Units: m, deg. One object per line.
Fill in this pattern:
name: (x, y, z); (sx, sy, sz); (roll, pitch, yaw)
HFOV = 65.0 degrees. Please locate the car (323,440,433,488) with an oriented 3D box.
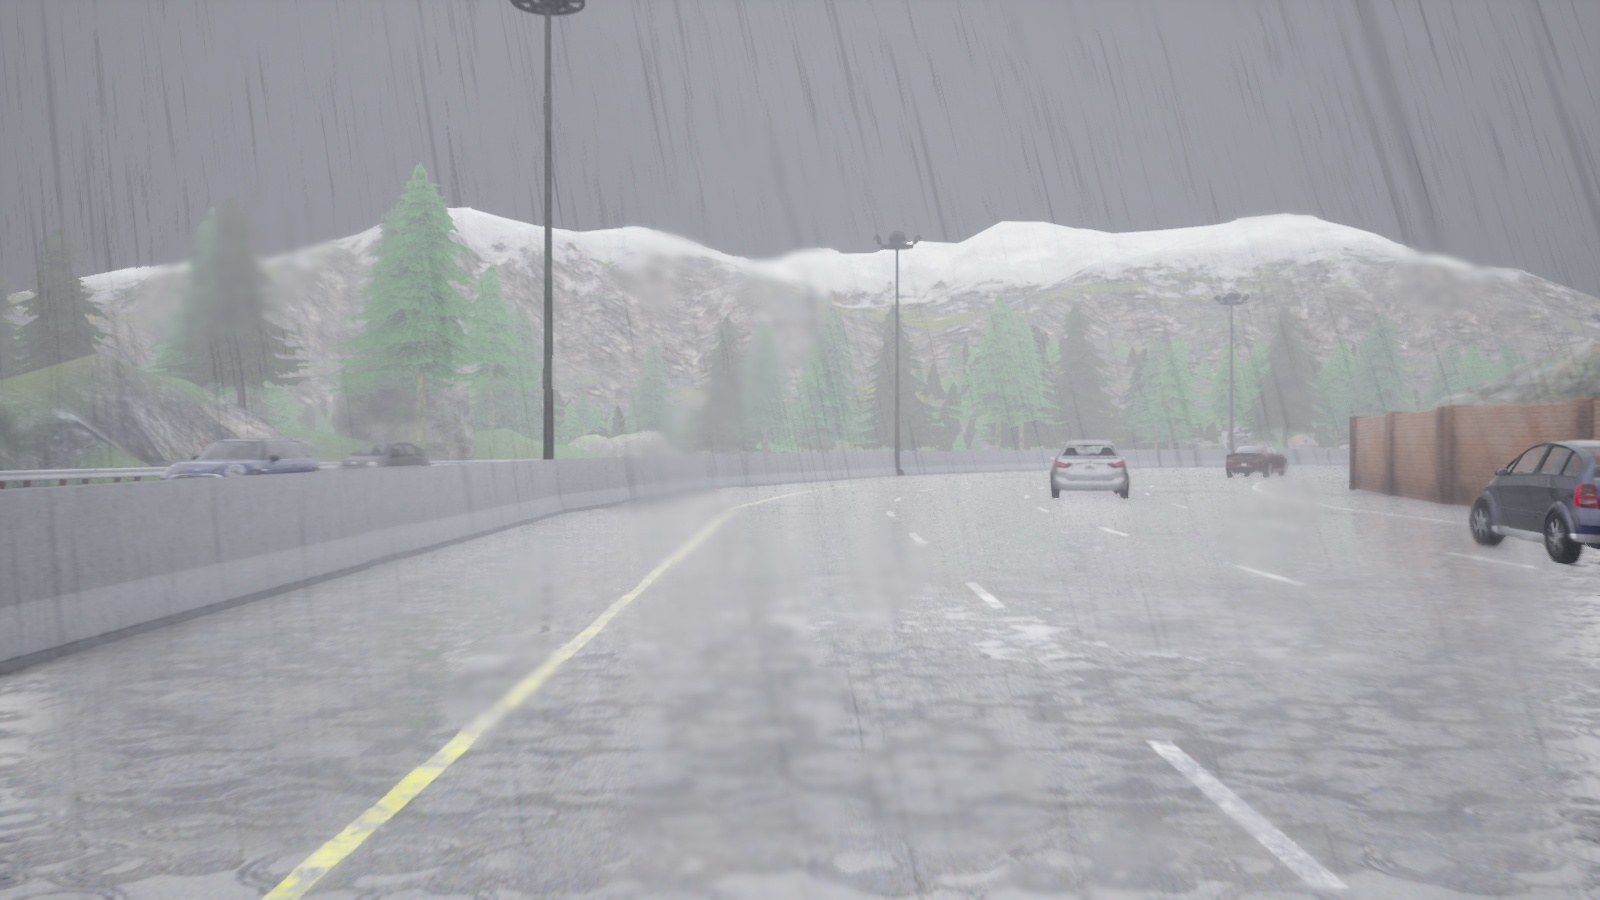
car: (-14.891, 0.449, 44.512); (1.851, 1.617, 3.988); (0, 0, 13)

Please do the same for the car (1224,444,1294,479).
car: (20.942, 0.505, 57.149); (1.882, 1.535, 5.008); (0, 0, 34)

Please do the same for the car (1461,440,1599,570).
car: (10.441, 0.665, 16.726); (1.789, 1.549, 3.705); (1, 0, 9)

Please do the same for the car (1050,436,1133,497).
car: (8.512, 0.445, 36.944); (2.242, 1.667, 4.611); (0, 0, 12)

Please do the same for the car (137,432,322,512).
car: (-13.574, 0.469, 30.219); (2.097, 1.767, 4.553); (0, 0, 5)
